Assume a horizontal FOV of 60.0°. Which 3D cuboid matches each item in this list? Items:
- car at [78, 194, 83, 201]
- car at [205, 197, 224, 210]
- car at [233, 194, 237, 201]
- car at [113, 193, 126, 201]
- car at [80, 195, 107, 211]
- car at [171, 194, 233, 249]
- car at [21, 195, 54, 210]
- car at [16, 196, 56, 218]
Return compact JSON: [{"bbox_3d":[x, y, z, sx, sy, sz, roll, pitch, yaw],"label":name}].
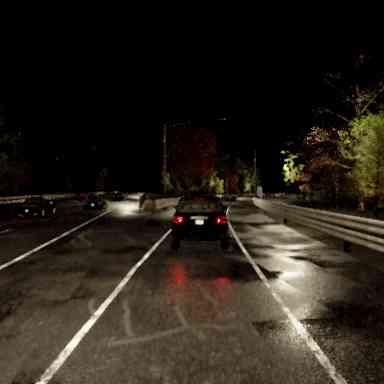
[{"bbox_3d":[-21.278,1.085,65.774,1.994,1.385,4.181,0,0,-7],"label":"car"},{"bbox_3d":[3.035,1.452,43.525,2.033,1.411,5.357,0,0,8],"label":"car"},{"bbox_3d":[8.846,1.180,74.526,2.097,1.767,4.553,0,0,14],"label":"car"},{"bbox_3d":[-14.132,0.882,65.042,2.097,1.767,4.553,0,0,-7],"label":"car"},{"bbox_3d":[-10.508,1.299,36.322,1.994,1.385,4.181,0,0,-7],"label":"car"},{"bbox_3d":[0.391,1.173,14.396,2.150,2.045,5.566,0,0,3],"label":"car"},{"bbox_3d":[-17.883,1.205,38.843,2.128,1.511,4.902,0,0,-7],"label":"car"},{"bbox_3d":[-12.982,1.270,27.959,1.882,1.535,5.008,0,0,-7],"label":"car"}]
